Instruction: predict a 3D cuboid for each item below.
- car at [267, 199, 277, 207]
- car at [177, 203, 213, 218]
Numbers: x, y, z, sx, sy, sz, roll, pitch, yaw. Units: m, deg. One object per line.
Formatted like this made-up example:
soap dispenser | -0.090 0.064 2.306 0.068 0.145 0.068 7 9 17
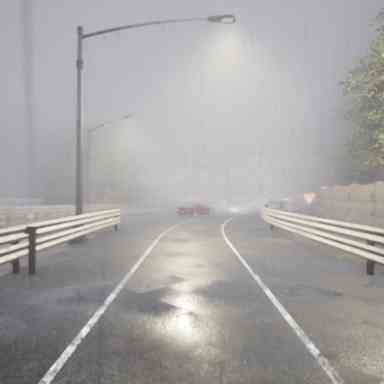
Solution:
car | 17.110 2.285 71.077 2.097 1.767 4.553 0 -1 16
car | 0.430 1.924 36.359 1.882 1.535 5.008 0 -1 35
